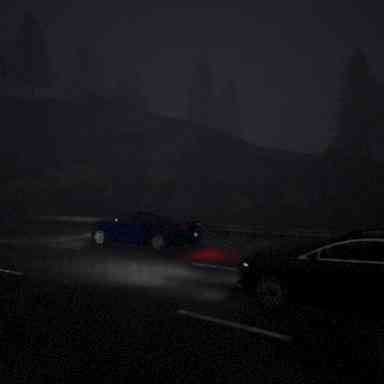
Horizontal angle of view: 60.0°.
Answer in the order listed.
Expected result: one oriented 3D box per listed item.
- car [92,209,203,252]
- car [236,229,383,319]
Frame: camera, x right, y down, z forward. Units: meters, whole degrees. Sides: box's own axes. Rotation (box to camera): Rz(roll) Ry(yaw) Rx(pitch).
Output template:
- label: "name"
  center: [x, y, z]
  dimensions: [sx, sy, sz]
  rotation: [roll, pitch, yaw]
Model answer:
- label: "car"
  center: [-1.951, 1.426, 13.615]
  dimensions: [5.008, 1.535, 1.882]
  rotation: [0, 0, 32]
- label: "car"
  center: [3.176, 1.434, 5.973]
  dimensions: [4.902, 1.511, 2.128]
  rotation: [0, 0, 35]
